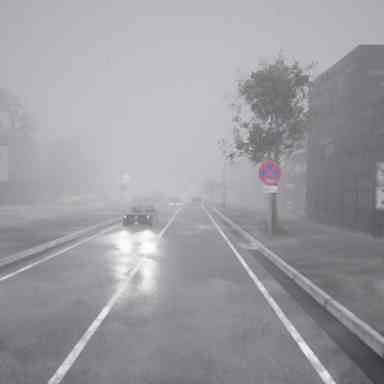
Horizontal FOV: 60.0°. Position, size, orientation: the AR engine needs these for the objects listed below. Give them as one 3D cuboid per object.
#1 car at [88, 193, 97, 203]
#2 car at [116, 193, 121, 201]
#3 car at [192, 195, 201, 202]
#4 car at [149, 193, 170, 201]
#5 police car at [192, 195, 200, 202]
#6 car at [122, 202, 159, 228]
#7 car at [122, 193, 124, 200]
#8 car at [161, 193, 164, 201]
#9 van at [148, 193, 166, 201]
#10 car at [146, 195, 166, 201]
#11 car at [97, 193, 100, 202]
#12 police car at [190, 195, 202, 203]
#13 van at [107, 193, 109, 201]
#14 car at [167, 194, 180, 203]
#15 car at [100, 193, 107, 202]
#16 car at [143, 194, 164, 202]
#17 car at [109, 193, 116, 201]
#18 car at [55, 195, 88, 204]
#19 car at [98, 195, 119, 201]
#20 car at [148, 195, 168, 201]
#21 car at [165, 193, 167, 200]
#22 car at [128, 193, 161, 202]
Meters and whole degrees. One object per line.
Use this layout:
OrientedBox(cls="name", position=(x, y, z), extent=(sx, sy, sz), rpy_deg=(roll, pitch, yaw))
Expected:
OrientedBox(cls="car", position=(-21.935, 1.388, 65.332), extent=(5.008, 1.535, 2.097), rpy_deg=(0, 0, 0))
OrientedBox(cls="car", position=(-21.752, 1.520, 84.825), extent=(5.366, 1.575, 1.946), rpy_deg=(0, 0, 0))
OrientedBox(cls="car", position=(0.970, 1.482, 75.099), extent=(1.837, 1.490, 4.892), rpy_deg=(0, -1, 0))
OrientedBox(cls="car", position=(-8.894, 1.319, 90.550), extent=(5.566, 2.045, 2.435), rpy_deg=(0, 0, 0))
OrientedBox(cls="police car", position=(0.970, 1.452, 81.219), extent=(1.930, 1.638, 5.238), rpy_deg=(0, 0, 0))
OrientedBox(cls="car", position=(-3.352, 1.567, 22.268), extent=(1.895, 1.301, 4.718), rpy_deg=(0, 0, 0))
OrientedBox(cls="car", position=(-21.915, 1.599, 90.395), extent=(4.792, 1.488, 2.163), rpy_deg=(0, 0, 0))
OrientedBox(cls="car", position=(-8.879, 1.137, 65.322), extent=(5.566, 2.045, 2.435), rpy_deg=(0, 0, 0))
OrientedBox(cls="van", position=(-8.974, 1.298, 84.943), extent=(4.442, 1.987, 1.878), rpy_deg=(0, 0, 0))
OrientedBox(cls="car", position=(-8.849, 1.501, 82.139), extent=(4.892, 1.521, 2.231), rpy_deg=(0, 0, 0))
OrientedBox(cls="car", position=(-21.931, 1.440, 68.119), extent=(4.674, 1.452, 2.002), rpy_deg=(0, 0, 0))
OrientedBox(cls="police car", position=(0.971, 1.337, 65.191), extent=(1.930, 1.638, 5.238), rpy_deg=(0, 0, 0))
OrientedBox(cls="van", position=(-22.046, 1.228, 76.469), extent=(4.442, 1.987, 1.878), rpy_deg=(0, 0, 0))
OrientedBox(cls="car", position=(-3.271, 1.472, 64.267), extent=(1.994, 1.385, 4.181), rpy_deg=(0, 0, 0))
OrientedBox(cls="car", position=(-21.898, 1.308, 73.688), extent=(4.553, 1.767, 2.185), rpy_deg=(0, 0, 0))
OrientedBox(cls="car", position=(-8.819, 1.328, 76.532), extent=(4.553, 1.767, 2.185), rpy_deg=(0, 0, 0))
OrientedBox(cls="car", position=(-21.932, 1.540, 82.039), extent=(4.674, 1.452, 2.002), rpy_deg=(0, 0, 0))
OrientedBox(cls="car", position=(-21.928, 1.375, 59.764), extent=(5.008, 1.535, 2.097), rpy_deg=(0, 0, 0))
OrientedBox(cls="car", position=(-21.935, 1.547, 87.611), extent=(5.008, 1.535, 2.097), rpy_deg=(0, 0, 0))
OrientedBox(cls="car", position=(-8.856, 1.547, 87.745), extent=(5.008, 1.535, 2.097), rpy_deg=(0, 0, 0))
OrientedBox(cls="car", position=(-8.878, 1.182, 73.732), extent=(5.566, 2.045, 2.435), rpy_deg=(0, 0, 0))
OrientedBox(cls="car", position=(-8.846, 1.381, 62.520), extent=(4.892, 1.521, 2.231), rpy_deg=(0, 0, 0))
